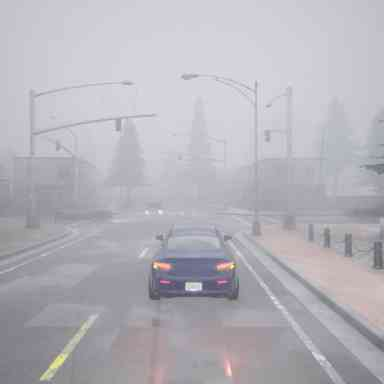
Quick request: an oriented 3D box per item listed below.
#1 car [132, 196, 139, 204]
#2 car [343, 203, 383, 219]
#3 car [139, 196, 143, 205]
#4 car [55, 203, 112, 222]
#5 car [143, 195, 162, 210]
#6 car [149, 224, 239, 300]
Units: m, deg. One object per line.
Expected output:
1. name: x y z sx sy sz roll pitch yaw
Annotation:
1. car: -10.082 1.470 62.777 1.837 1.490 4.892 0 0 -23
2. car: 15.443 1.585 28.132 4.718 1.301 1.895 0 0 2
3. car: -6.689 1.318 52.971 2.097 1.767 4.553 0 0 -15
4. car: -8.331 1.548 25.662 4.181 1.385 1.994 0 0 -9
5. car: -4.938 1.443 43.084 1.882 1.535 5.008 0 0 -6
6. car: 0.041 1.526 8.256 1.812 1.442 4.674 0 0 0
